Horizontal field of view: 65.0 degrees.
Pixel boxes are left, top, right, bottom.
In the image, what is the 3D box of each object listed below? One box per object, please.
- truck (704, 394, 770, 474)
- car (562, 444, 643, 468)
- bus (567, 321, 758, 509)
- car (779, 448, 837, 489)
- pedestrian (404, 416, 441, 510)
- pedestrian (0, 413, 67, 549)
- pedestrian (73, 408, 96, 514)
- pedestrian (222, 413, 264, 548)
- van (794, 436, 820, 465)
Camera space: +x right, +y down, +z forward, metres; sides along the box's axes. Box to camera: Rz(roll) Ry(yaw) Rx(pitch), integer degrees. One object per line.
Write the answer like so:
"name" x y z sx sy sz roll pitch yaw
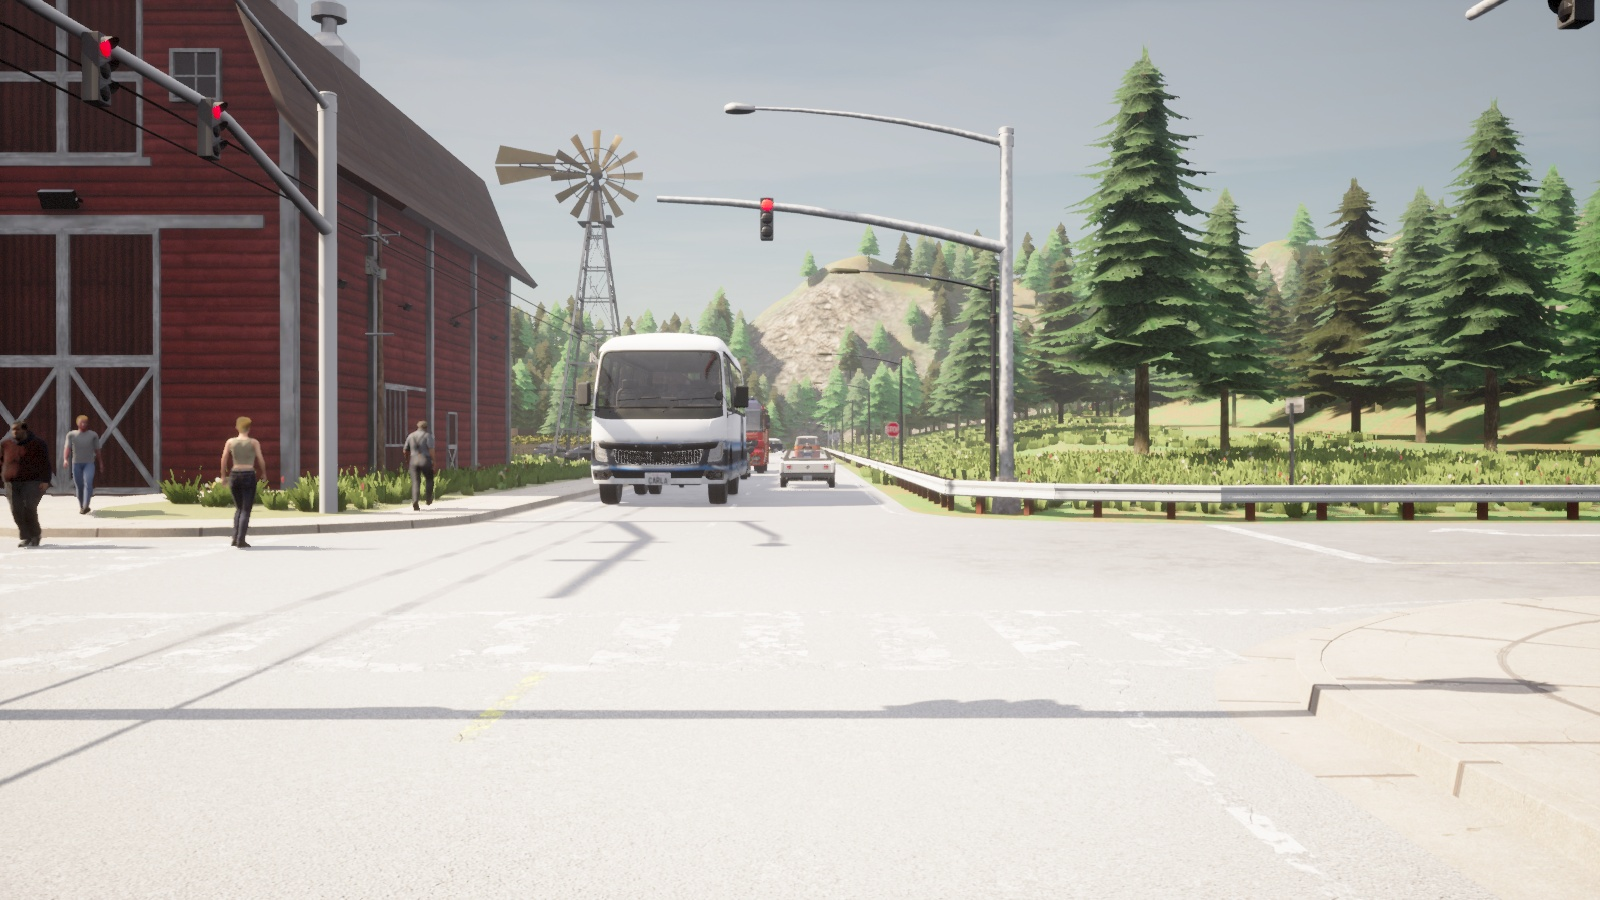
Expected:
"truck" -3.115 -0.782 64.074 2.891 3.827 8.468 0 0 0
"car" -11.937 0.333 76.141 4.674 1.442 1.812 0 0 -1
"bus" -3.290 -0.823 33.683 3.944 4.253 10.273 0 0 0
"car" 0.266 0.601 43.588 1.895 1.301 4.718 0 0 0
"pedestrian" -7.546 0.254 25.134 0.540 1.848 0.694 0 0 -1
"pedestrian" -10.773 0.414 17.490 0.634 1.844 0.899 0 0 -4
"pedestrian" -12.663 0.194 22.224 0.354 1.836 0.706 0 0 -30
"pedestrian" -7.749 0.417 17.468 0.345 1.836 0.594 0 0 -3
"van" 0.521 0.003 87.990 1.775 1.987 4.442 0 0 0
